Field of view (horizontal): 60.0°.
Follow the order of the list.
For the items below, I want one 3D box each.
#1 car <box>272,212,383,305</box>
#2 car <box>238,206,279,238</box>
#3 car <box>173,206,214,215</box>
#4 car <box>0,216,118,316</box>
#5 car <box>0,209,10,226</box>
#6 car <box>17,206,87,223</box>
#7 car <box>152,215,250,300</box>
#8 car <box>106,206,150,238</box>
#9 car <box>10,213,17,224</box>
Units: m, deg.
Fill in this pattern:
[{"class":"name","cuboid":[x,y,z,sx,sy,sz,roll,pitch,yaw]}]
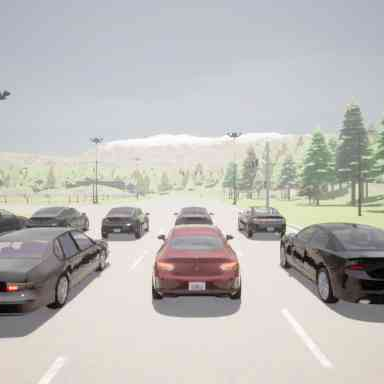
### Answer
[{"class":"car","cuboid":[3.599,1.478,8.187,1.882,1.535,5.008,0,0,0]},{"class":"car","cuboid":[3.595,1.492,17.678,2.128,1.511,4.902,0,0,0]},{"class":"car","cuboid":[0.094,1.505,17.523,1.837,1.490,4.892,0,0,0]},{"class":"car","cuboid":[-3.405,1.547,7.782,2.033,1.411,5.357,0,0,0]},{"class":"car","cuboid":[-6.907,1.221,7.695,2.150,2.045,5.566,0,0,0]},{"class":"car","cuboid":[-6.906,1.505,17.535,1.837,1.490,4.892,0,0,0]},{"class":"car","cuboid":[0.095,1.526,8.278,1.812,1.442,4.674,0,0,0]},{"class":"car","cuboid":[-3.406,1.505,17.524,1.837,1.490,4.892,0,0,0]},{"class":"car","cuboid":[-10.406,1.547,17.035,2.033,1.411,5.357,0,0,0]}]
